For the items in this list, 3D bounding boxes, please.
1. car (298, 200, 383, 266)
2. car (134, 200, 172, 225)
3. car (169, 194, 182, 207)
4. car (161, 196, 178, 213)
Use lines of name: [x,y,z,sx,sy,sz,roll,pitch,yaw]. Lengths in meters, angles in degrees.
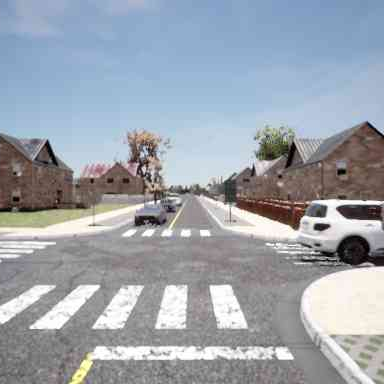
car: [6.504,1.317,11.301,5.566,2.045,2.150,1,-1,-1]
car: [-2.907,1.573,24.468,2.033,1.411,5.357,0,0,2]
car: [-2.843,1.273,53.749,2.150,2.045,5.566,0,0,1]
car: [-2.874,1.543,37.993,1.837,1.490,4.892,0,0,0]
